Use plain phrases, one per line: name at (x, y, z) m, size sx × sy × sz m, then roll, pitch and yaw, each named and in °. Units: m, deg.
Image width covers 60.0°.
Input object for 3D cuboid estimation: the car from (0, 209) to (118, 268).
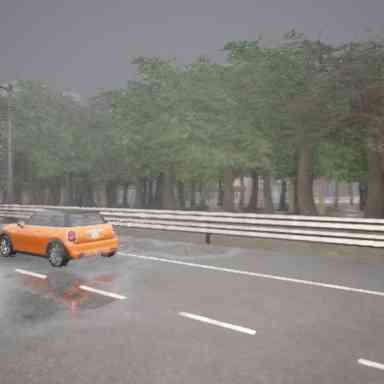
car at (-4.731, 1.364, 11.557) m, size 4.553 × 1.767 × 2.097 m, roll 0°, pitch 0°, yaw 36°
